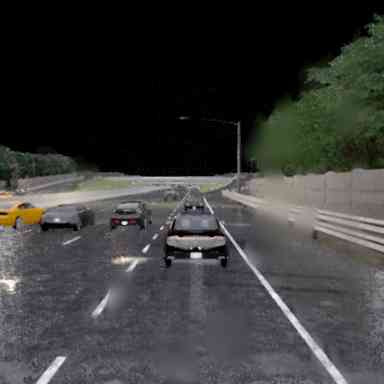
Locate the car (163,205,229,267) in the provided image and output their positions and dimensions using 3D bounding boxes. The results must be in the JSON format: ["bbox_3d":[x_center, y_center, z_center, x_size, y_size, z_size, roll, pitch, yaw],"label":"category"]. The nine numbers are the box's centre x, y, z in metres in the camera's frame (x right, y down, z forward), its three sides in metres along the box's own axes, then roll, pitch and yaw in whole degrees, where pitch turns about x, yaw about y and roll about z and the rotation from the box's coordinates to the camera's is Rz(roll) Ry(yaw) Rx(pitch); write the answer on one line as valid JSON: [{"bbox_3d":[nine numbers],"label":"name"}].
[{"bbox_3d":[0.116,1.403,11.043,2.128,1.511,4.902,0,1,0],"label":"car"}]

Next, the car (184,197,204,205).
[{"bbox_3d":[0.216,1.108,32.504,1.895,1.301,4.718,0,1,0],"label":"car"}]

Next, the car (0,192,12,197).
[{"bbox_3d":[-24.394,0.773,41.258,1.882,1.535,5.008,0,1,1],"label":"car"}]

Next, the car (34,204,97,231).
[{"bbox_3d":[-6.858,1.362,18.904,1.994,1.385,4.181,0,1,0],"label":"car"}]

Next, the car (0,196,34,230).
[{"bbox_3d":[-10.355,1.264,19.550,1.882,1.535,5.008,0,1,0],"label":"car"}]

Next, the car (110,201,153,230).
[{"bbox_3d":[-3.457,1.296,19.516,1.837,1.490,4.892,0,1,0],"label":"car"}]

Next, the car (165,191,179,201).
[{"bbox_3d":[-3.212,0.540,51.987,1.837,1.490,4.892,0,1,1],"label":"car"}]

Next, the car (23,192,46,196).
[{"bbox_3d":[-20.862,0.725,43.846,2.128,1.511,4.902,0,1,1],"label":"car"}]
